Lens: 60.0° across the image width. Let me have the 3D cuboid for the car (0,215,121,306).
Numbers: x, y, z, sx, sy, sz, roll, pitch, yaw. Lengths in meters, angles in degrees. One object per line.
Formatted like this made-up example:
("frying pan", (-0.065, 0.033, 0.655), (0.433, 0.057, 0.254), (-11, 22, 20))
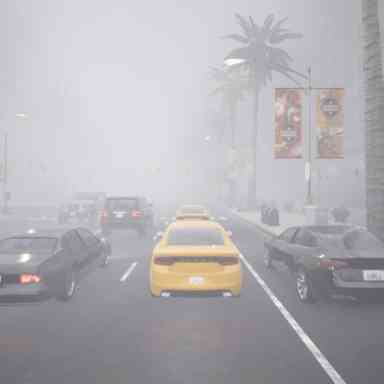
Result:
("car", (-3.422, 1.547, 8.254), (2.033, 1.411, 5.357), (0, 0, 0))

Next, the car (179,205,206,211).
("car", (0.036, 1.476, 18.795), (1.882, 1.535, 5.008), (0, 0, 0))

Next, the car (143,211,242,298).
("car", (0.072, 1.477, 8.597), (1.882, 1.535, 5.008), (0, 0, 0))

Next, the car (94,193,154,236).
("car", (-3.462, 1.220, 18.525), (2.150, 2.045, 5.566), (0, 0, 0))

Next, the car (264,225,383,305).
("car", (3.166, 1.512, 8.186), (2.161, 1.482, 4.786), (0, 0, -1))

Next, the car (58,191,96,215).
("car", (-7.077, 0.941, 22.429), (2.150, 2.045, 5.566), (0, 0, 0))
